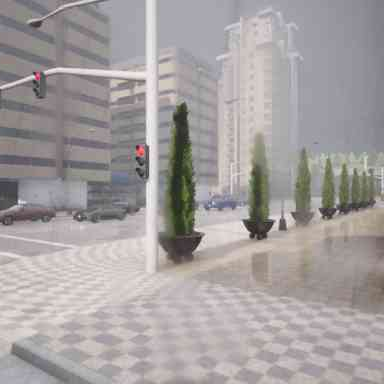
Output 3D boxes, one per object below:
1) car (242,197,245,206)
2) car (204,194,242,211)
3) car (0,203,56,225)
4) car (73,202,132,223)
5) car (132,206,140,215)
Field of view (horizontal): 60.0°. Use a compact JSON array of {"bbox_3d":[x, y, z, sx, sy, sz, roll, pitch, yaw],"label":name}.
[{"bbox_3d":[8.005,1.588,54.161,1.837,1.490,4.892,0,0,35],"label":"car"},{"bbox_3d":[3.674,1.276,41.836,2.150,2.045,5.566,0,0,35],"label":"car"},{"bbox_3d":[-12.429,1.580,24.602,1.812,1.442,4.674,0,0,34],"label":"car"},{"bbox_3d":[-7.160,1.618,26.121,1.994,1.385,4.181,0,0,35],"label":"car"},{"bbox_3d":[-7.288,1.655,32.109,1.895,1.301,4.718,0,0,35],"label":"car"}]
